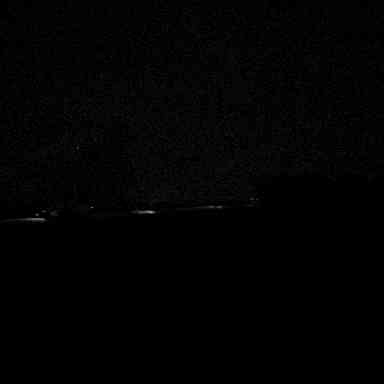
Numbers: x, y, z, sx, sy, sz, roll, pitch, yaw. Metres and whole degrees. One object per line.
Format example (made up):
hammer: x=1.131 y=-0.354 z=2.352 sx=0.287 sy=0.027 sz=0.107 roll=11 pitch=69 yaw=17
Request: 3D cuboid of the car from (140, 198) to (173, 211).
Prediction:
car: x=-4.225 y=1.485 z=40.535 sx=1.812 sy=1.442 sz=4.674 roll=-1 pitch=0 yaw=36

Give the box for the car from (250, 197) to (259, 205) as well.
car: x=11.958 y=1.477 z=58.540 sx=2.128 sy=1.511 sz=4.902 roll=-1 pitch=-1 yaw=35

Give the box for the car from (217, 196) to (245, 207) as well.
car: x=6.256 y=1.406 z=50.361 sx=1.882 sy=1.535 sz=5.008 roll=-1 pitch=-1 yaw=36

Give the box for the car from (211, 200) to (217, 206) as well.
car: x=4.881 y=1.587 z=53.315 sx=1.895 sy=1.301 sz=4.718 roll=-1 pitch=-1 yaw=36

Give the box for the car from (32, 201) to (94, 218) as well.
car: x=-11.531 y=1.530 z=30.179 sx=2.033 sy=1.411 sz=5.357 roll=-1 pitch=-1 yaw=35

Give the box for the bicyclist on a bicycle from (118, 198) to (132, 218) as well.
bicyclist on a bicycle: x=-5.672 y=1.351 z=28.116 sx=1.656 sy=1.620 sz=0.582 roll=0 pitch=0 yaw=35
